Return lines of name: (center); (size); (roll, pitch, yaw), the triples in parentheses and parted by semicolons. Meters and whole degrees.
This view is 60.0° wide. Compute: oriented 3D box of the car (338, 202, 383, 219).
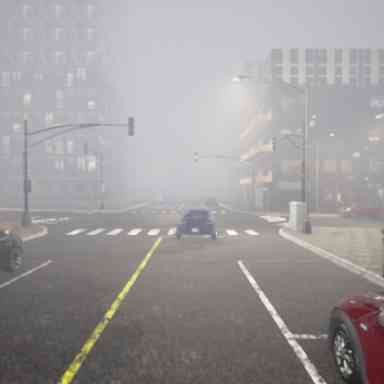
car: (16.030, 1.658, 31.350); (4.097, 1.590, 1.967); (1, -1, -1)

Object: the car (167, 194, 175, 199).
car: (-5.684, 1.277, 91.435); (2.008, 1.369, 4.403); (0, 0, 0)

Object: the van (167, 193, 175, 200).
van: (-5.686, 1.099, 80.126); (1.690, 1.788, 3.998); (0, 0, 0)

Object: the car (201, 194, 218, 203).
car: (2.693, 1.417, 47.543); (1.947, 1.339, 4.313); (0, 0, 0)

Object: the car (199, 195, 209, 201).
car: (2.695, 1.324, 74.473); (2.008, 1.369, 4.403); (0, 0, 0)

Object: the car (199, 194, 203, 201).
car: (2.693, 1.366, 57.510); (1.887, 1.381, 4.507); (0, 0, 0)

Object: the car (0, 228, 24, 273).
car: (-5.692, 1.540, 7.898); (1.947, 1.339, 4.313); (0, 0, 0)

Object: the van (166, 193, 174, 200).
van: (-5.685, 1.083, 85.780); (1.690, 1.788, 3.998); (0, 0, 0)

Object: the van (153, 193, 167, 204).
van: (-5.688, 1.163, 57.509); (1.690, 1.788, 3.998); (0, 0, 0)

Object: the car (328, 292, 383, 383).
car: (2.688, 1.431, 2.652); (1.967, 1.590, 4.097); (0, 0, 0)

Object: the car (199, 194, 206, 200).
car: (2.696, 1.286, 85.780); (1.887, 1.381, 4.507); (0, 0, 0)

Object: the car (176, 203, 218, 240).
car: (0.319, 1.475, 16.647); (1.812, 1.442, 4.674); (0, 0, 5)
